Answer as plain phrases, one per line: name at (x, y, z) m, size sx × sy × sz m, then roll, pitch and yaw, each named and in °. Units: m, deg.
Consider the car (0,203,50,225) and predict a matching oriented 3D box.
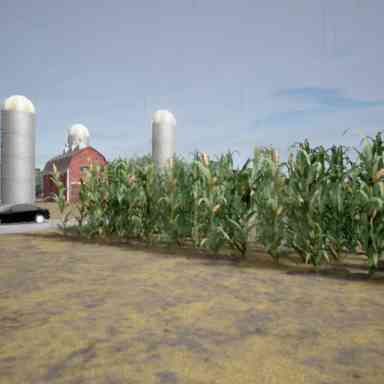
car at (-13.031, 1.595, 24.414) m, size 1.882 × 1.535 × 5.008 m, roll 1°, pitch 0°, yaw 37°
